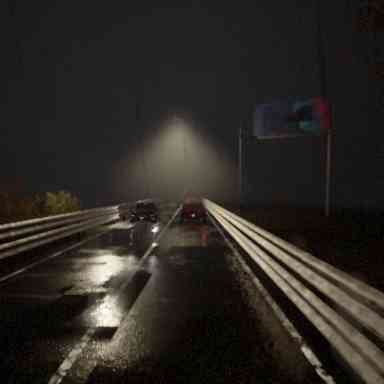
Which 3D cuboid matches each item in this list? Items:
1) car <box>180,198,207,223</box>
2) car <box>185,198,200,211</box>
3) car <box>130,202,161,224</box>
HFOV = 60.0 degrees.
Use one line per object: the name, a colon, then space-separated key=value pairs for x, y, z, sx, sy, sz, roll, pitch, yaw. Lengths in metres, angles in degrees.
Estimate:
car: x=0.091 y=1.470 z=25.179 sx=1.882 sy=1.535 sz=5.008 roll=0 pitch=0 yaw=0
car: x=0.084 y=1.514 z=41.305 sx=1.812 sy=1.442 sz=4.674 roll=0 pitch=0 yaw=0
car: x=-3.347 y=1.497 z=24.553 sx=1.837 sy=1.490 sz=4.892 roll=0 pitch=0 yaw=0
